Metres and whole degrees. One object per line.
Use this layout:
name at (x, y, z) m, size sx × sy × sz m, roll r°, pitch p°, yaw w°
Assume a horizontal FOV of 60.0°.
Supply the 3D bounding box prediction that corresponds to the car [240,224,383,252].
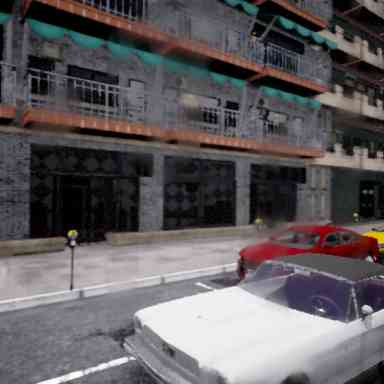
car at (3.178, 1.573, 8.796) m, size 4.507 × 1.381 × 1.887 m, roll 0°, pitch 0°, yaw -35°

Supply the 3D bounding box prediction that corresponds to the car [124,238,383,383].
car at (1.567, 1.615, 4.484) m, size 4.718 × 1.301 × 1.895 m, roll 0°, pitch 0°, yaw -35°
